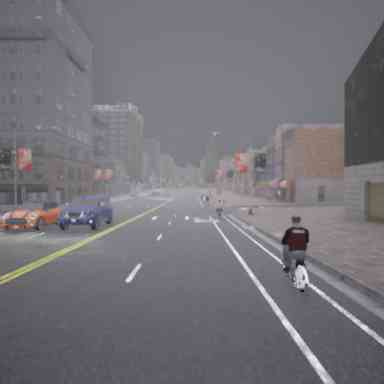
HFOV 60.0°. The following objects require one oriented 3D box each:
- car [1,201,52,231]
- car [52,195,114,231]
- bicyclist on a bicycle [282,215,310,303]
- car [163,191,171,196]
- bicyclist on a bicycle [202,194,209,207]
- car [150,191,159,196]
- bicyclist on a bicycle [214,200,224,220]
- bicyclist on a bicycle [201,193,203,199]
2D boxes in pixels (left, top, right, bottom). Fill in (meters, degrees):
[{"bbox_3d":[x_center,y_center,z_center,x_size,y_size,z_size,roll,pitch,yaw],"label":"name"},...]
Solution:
[{"bbox_3d":[-9.816,1.362,20.801,2.097,1.767,4.553,0,0,0],"label":"car"},{"bbox_3d":[-6.568,1.234,21.249,2.150,2.045,5.566,0,0,0],"label":"car"},{"bbox_3d":[2.250,1.383,7.386,0.659,1.776,1.843,0,0,0],"label":"bicyclist on a bicycle"},{"bbox_3d":[-6.487,0.392,87.487,1.895,1.301,4.718,0,1,0],"label":"car"},{"bbox_3d":[2.258,1.286,48.738,0.659,1.776,1.843,0,1,0],"label":"bicyclist on a bicycle"},{"bbox_3d":[-9.737,0.349,87.517,1.994,1.385,4.181,0,1,0],"label":"car"},{"bbox_3d":[2.226,1.438,26.946,0.866,1.612,1.509,0,0,0],"label":"bicyclist on a bicycle"},{"bbox_3d":[2.264,0.925,73.550,0.866,1.612,1.509,0,1,0],"label":"bicyclist on a bicycle"}]
